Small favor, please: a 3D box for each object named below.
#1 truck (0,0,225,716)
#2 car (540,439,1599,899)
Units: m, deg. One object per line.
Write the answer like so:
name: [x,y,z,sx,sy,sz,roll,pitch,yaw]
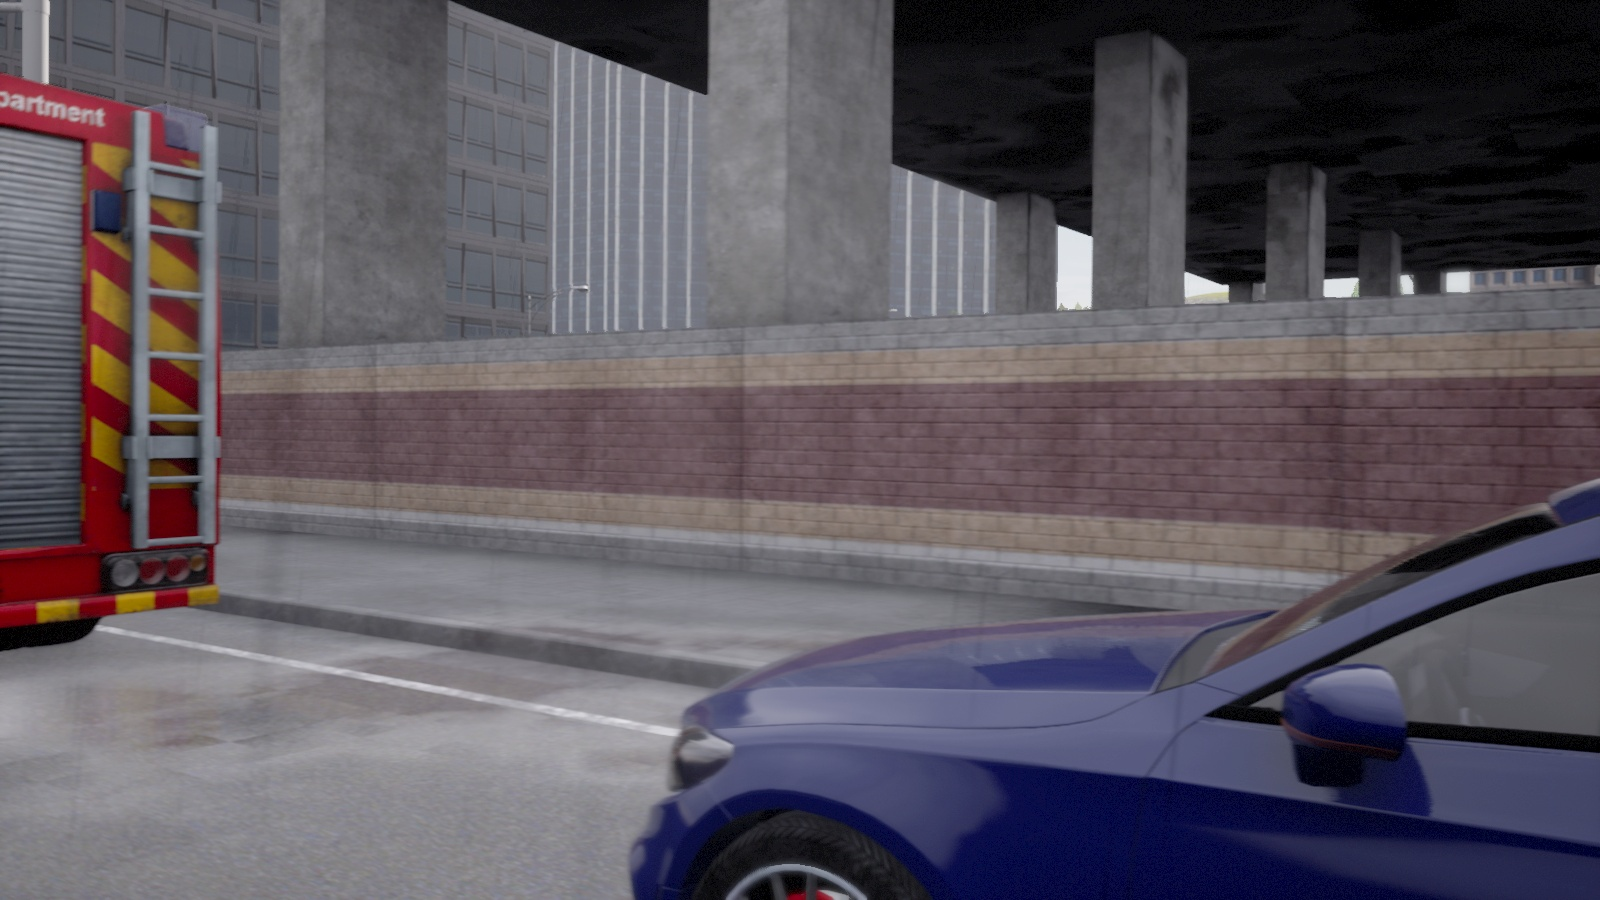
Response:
truck: [-7.875,-0.509,8.832,8.468,3.827,2.891,0,1,34]
car: [1.847,0.708,2.397,4.674,1.442,1.812,0,1,34]
